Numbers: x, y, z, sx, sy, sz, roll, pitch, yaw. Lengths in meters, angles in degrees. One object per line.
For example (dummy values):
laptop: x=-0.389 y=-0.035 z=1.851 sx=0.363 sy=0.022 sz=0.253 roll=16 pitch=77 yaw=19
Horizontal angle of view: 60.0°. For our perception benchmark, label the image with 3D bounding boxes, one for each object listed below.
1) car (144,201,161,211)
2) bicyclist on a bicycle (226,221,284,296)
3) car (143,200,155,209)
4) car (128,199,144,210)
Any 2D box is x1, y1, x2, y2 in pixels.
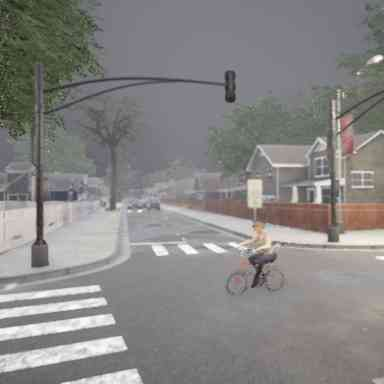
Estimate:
car: x=-5.986 y=2.118 z=51.698 sx=1.837 sy=1.490 sz=4.892 roll=0 pitch=-1 yaw=-11
bicyclist on a bicycle: x=1.429 y=1.466 z=7.418 sx=1.509 sy=1.612 sz=0.866 roll=0 pitch=0 yaw=-21
car: x=-8.052 y=2.302 z=61.913 sx=1.994 sy=1.385 sz=4.181 roll=0 pitch=-1 yaw=-11
car: x=-9.516 y=2.034 z=55.275 sx=2.097 sy=1.767 sz=4.553 roll=0 pitch=-1 yaw=-11
